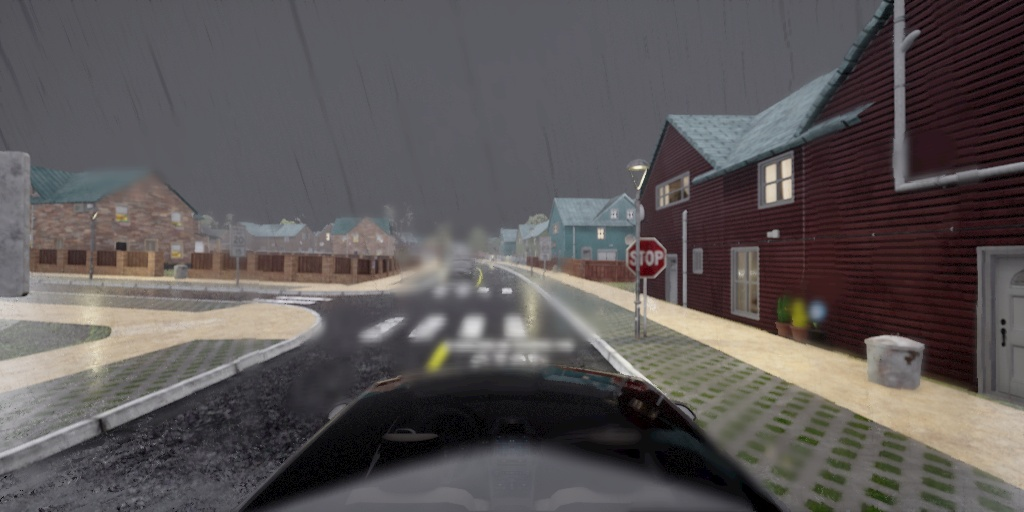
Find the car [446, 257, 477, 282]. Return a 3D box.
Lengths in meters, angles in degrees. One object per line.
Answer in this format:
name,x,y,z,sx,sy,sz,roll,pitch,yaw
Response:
car,-3.712,1.100,26.840,1.837,1.490,4.892,0,1,-4
